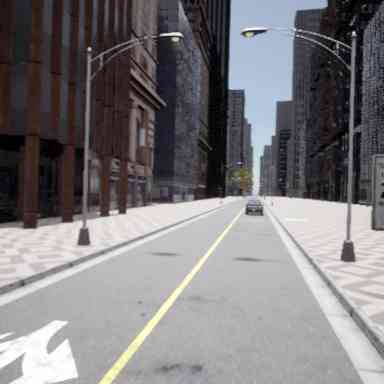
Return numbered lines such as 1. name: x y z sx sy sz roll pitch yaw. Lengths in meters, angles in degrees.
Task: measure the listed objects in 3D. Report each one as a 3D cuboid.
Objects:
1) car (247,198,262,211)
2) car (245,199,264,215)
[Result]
1. car: 8.725 1.690 46.410 1.882 1.535 5.008 2 0 11
2. car: 6.776 1.659 36.030 2.128 1.511 4.902 2 0 11
